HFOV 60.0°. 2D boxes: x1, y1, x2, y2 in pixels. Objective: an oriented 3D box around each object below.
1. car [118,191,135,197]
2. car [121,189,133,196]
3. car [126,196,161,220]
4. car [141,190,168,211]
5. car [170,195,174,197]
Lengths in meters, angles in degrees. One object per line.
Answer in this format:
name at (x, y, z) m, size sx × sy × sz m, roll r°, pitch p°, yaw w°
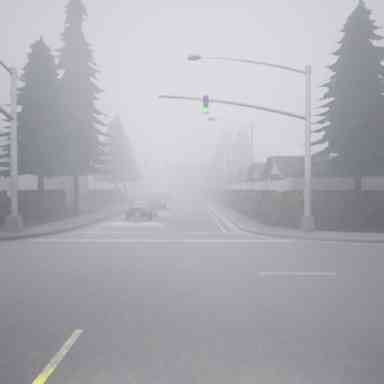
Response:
car at (-16.519, 0.424, 83.760) m, size 3.806 × 1.475 × 1.970 m, roll 0°, pitch 1°, yaw -1°
car at (-17.097, 0.178, 80.426) m, size 3.866 × 1.878 × 1.905 m, roll 0°, pitch 1°, yaw -1°
car at (-3.691, 1.245, 24.987) m, size 1.812 × 1.442 × 4.674 m, roll 0°, pitch 1°, yaw 1°
car at (-3.726, 0.963, 34.758) m, size 2.097 × 1.767 × 4.553 m, roll 0°, pitch 0°, yaw 0°
car at (-3.699, 0.646, 49.843) m, size 1.994 × 1.385 × 4.181 m, roll 0°, pitch 1°, yaw 0°
